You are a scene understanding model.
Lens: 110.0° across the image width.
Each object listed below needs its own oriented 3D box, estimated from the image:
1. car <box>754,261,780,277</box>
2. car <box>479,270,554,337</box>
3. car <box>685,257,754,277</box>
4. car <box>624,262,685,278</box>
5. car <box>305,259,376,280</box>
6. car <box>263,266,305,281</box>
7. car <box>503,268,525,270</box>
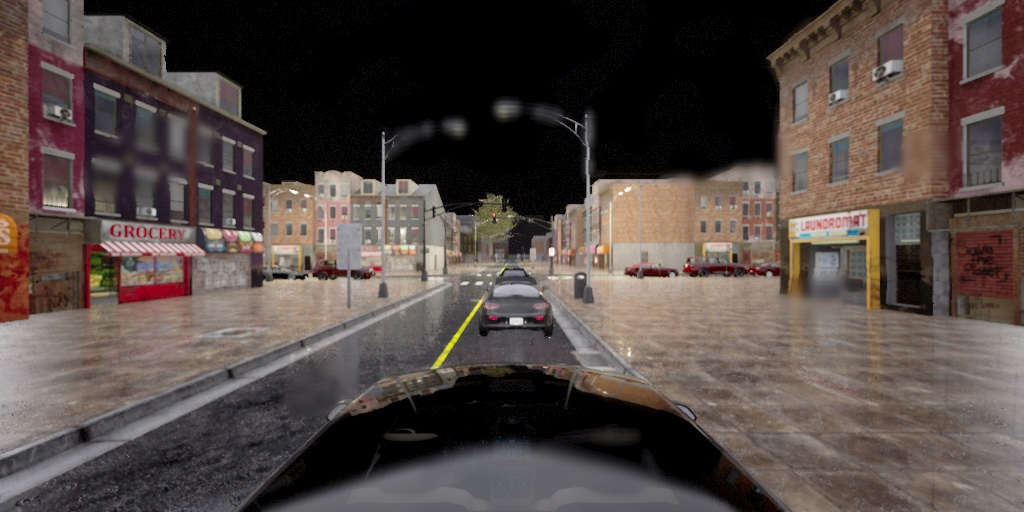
[{"bbox_3d":[22.828,1.151,30.858,4.507,1.381,1.888,0,0,0],"label":"car"},{"bbox_3d":[0.101,1.280,10.232,1.812,1.442,4.674,0,0,0],"label":"car"},{"bbox_3d":[17.394,0.957,30.851,5.009,1.841,2.192,0,0,0],"label":"car"},{"bbox_3d":[11.961,1.226,30.844,4.507,1.381,1.888,0,0,0],"label":"car"},{"bbox_3d":[-14.448,1.189,30.809,5.009,1.841,2.192,0,0,0],"label":"car"},{"bbox_3d":[-19.874,1.482,30.802,4.313,1.339,1.948,0,0,0],"label":"car"},{"bbox_3d":[0.108,1.328,18.992,1.994,1.385,4.181,0,0,0],"label":"car"}]
